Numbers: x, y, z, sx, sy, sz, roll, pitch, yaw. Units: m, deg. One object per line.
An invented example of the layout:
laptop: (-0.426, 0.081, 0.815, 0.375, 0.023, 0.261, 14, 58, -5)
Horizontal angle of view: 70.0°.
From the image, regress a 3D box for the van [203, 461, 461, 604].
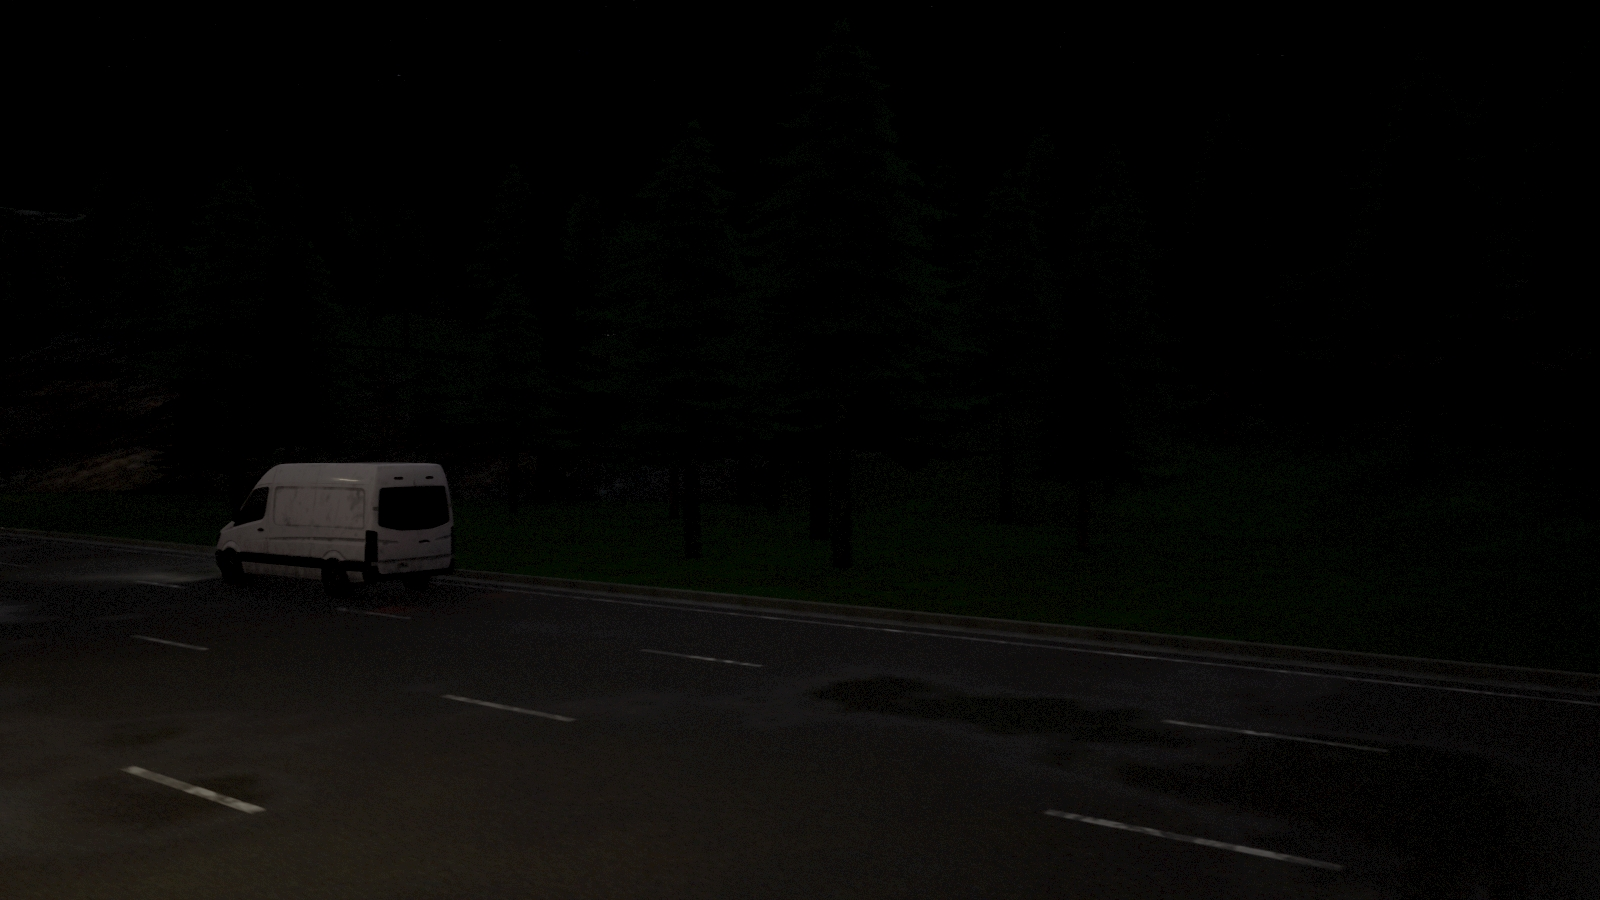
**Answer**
van: (-9.666, 1.534, 23.360, 5.915, 2.561, 1.988, 0, 0, 35)
